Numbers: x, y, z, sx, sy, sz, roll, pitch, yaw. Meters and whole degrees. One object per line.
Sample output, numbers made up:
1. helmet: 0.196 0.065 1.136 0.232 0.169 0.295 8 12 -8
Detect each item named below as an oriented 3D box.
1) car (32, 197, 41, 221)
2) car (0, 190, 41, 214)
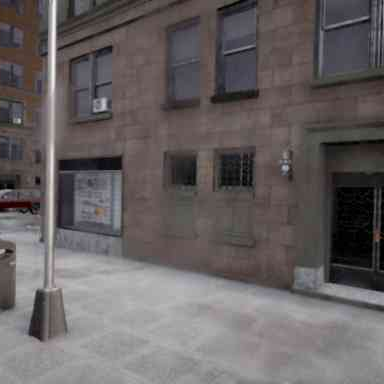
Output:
1. car: -6.406 1.167 19.432 1.752 1.417 4.829 2 1 35
2. car: -13.034 0.744 23.945 2.192 1.841 5.009 2 1 35
